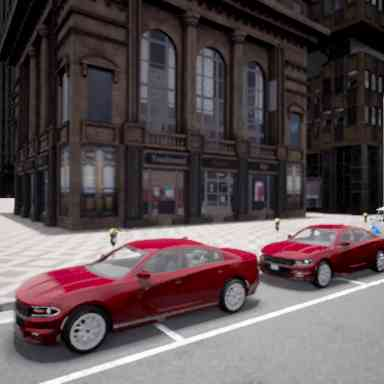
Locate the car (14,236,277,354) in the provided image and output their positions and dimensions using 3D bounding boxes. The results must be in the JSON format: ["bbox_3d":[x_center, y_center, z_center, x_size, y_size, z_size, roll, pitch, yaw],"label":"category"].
[{"bbox_3d":[-0.732,1.561,6.125,4.507,1.381,1.887,0,0,-35],"label":"car"}]

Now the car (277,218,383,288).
[{"bbox_3d":[3.842,1.593,9.387,4.507,1.381,1.887,0,0,-35],"label":"car"}]

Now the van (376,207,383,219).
[{"bbox_3d":[8.418,1.423,12.650,3.998,1.788,1.690,0,0,-35],"label":"van"}]
